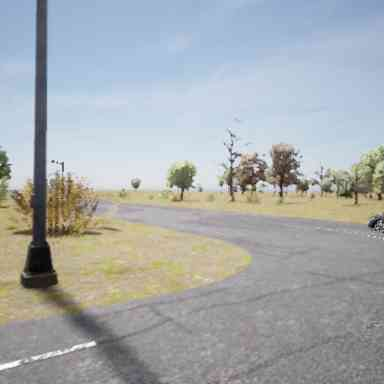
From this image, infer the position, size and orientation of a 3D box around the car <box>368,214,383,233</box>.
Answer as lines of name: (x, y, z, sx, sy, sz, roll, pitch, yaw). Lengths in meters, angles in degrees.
car: (12.408, 1.617, 18.393, 2.128, 1.511, 4.902, 0, 1, -35)
